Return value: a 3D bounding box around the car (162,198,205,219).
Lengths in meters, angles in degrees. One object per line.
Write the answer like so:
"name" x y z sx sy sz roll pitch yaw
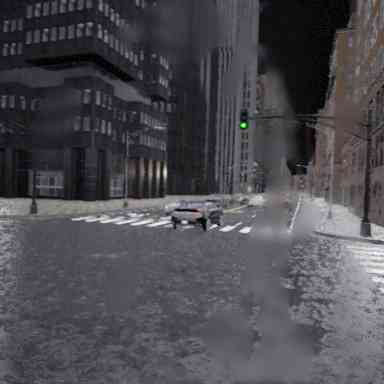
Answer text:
"car" -0.517 1.208 26.242 1.895 1.301 4.718 2 1 18

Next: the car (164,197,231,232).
"car" 0.427 1.229 18.268 2.128 1.511 4.902 2 1 18

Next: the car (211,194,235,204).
"car" 2.766 1.123 36.057 2.033 1.411 5.357 2 1 19

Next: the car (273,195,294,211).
"car" 10.518 1.161 38.196 2.097 1.767 4.553 2 1 18

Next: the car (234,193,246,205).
"car" 6.557 0.896 47.294 2.097 1.767 4.553 2 1 19

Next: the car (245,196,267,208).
"car" 8.223 1.208 41.554 1.812 1.442 4.674 2 1 19
